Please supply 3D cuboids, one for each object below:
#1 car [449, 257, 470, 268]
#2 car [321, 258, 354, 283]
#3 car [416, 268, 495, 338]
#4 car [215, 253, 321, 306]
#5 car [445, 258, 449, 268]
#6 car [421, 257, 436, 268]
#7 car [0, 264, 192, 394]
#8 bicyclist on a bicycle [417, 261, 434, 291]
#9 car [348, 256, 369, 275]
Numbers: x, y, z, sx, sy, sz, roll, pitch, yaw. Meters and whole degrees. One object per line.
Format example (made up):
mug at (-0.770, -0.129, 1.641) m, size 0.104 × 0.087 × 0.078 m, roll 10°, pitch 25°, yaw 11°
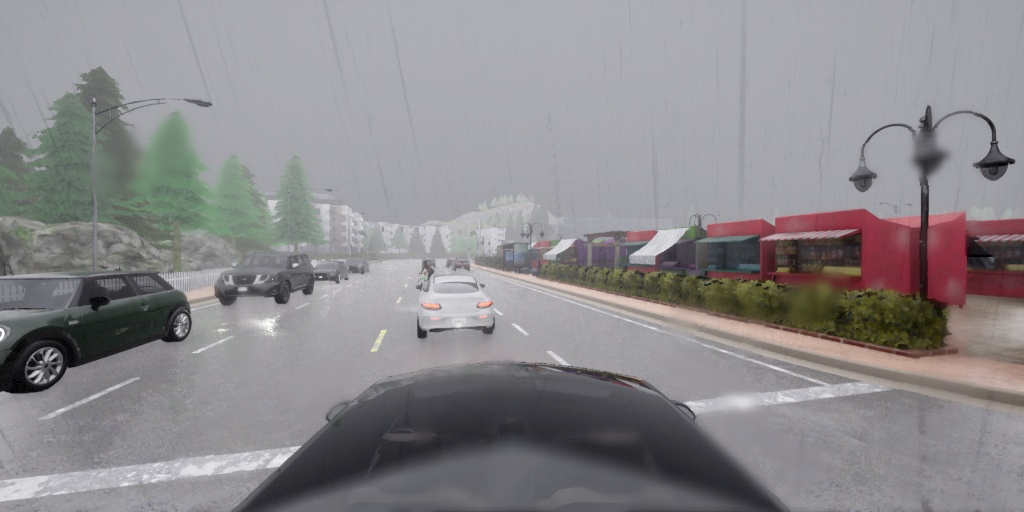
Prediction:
car at (-6.079, 0.967, 42.357) m, size 1.837 × 1.490 × 4.892 m, roll 0°, pitch 0°, yaw -14°
car at (-12.852, 1.089, 25.352) m, size 1.837 × 1.490 × 4.892 m, roll 0°, pitch 0°, yaw -14°
car at (-1.660, 1.224, 9.975) m, size 1.812 × 1.442 × 4.674 m, roll 0°, pitch 0°, yaw -13°
car at (-10.458, 0.876, 15.755) m, size 2.150 × 2.045 × 5.566 m, roll 0°, pitch 0°, yaw -14°
car at (-8.441, 0.873, 51.392) m, size 1.882 × 1.535 × 5.008 m, roll 0°, pitch 0°, yaw -14°
car at (-11.830, 0.904, 50.835) m, size 1.837 × 1.490 × 4.892 m, roll 0°, pitch 0°, yaw -14°
car at (-8.133, 1.076, 6.352) m, size 2.097 × 1.767 × 4.553 m, roll 0°, pitch 0°, yaw -13°
bicyclist on a bicycle at (-4.683, 1.079, 19.768) m, size 0.582 × 1.620 × 1.656 m, roll 0°, pitch 1°, yaw 24°
car at (-15.117, 0.870, 34.493) m, size 2.097 × 1.767 × 4.553 m, roll 0°, pitch 0°, yaw -14°
